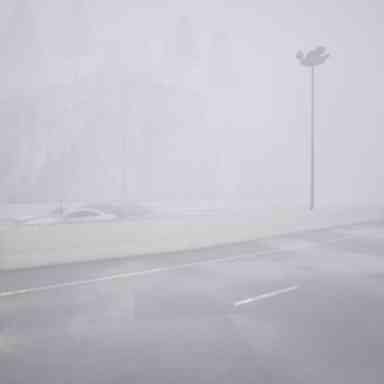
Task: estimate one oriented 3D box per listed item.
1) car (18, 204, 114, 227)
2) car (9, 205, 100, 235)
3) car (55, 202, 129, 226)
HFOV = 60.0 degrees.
[{"bbox_3d":[-6.078,1.560,17.046,4.674,1.442,1.812,0,0,-38],"label":"car"},{"bbox_3d":[-8.135,1.562,19.883,4.674,1.442,1.812,0,0,-38],"label":"car"},{"bbox_3d":[-7.396,1.560,24.893,4.892,1.490,1.837,0,0,-39],"label":"car"}]
